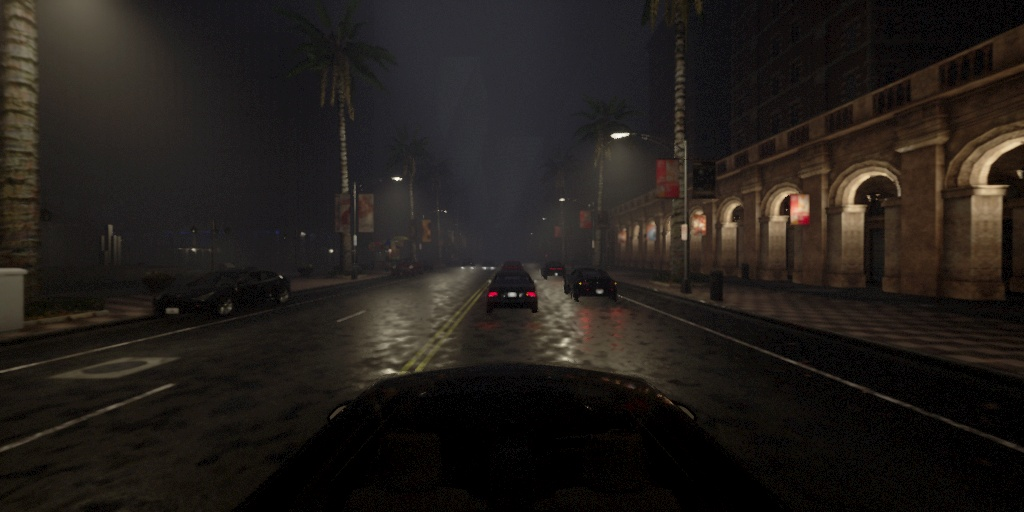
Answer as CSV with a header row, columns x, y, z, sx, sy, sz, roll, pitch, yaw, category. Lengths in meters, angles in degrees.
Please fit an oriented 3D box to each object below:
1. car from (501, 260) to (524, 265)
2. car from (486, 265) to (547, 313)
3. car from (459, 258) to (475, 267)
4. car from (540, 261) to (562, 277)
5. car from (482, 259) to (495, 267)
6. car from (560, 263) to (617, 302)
x,y,z,sx,sy,sz,roll,pitch,yaw,category
0.049,1.144,32.198,1.882,1.535,5.008,0,1,0,car
0.020,1.264,13.863,2.033,1.411,5.357,0,0,0,car
-7.346,1.092,60.810,1.837,1.490,4.892,0,1,0,car
3.545,1.176,31.017,1.837,1.490,4.892,0,1,0,car
-3.848,1.154,59.863,1.994,1.385,4.181,0,0,0,car
3.549,1.234,16.704,1.812,1.442,4.674,0,0,1,car
